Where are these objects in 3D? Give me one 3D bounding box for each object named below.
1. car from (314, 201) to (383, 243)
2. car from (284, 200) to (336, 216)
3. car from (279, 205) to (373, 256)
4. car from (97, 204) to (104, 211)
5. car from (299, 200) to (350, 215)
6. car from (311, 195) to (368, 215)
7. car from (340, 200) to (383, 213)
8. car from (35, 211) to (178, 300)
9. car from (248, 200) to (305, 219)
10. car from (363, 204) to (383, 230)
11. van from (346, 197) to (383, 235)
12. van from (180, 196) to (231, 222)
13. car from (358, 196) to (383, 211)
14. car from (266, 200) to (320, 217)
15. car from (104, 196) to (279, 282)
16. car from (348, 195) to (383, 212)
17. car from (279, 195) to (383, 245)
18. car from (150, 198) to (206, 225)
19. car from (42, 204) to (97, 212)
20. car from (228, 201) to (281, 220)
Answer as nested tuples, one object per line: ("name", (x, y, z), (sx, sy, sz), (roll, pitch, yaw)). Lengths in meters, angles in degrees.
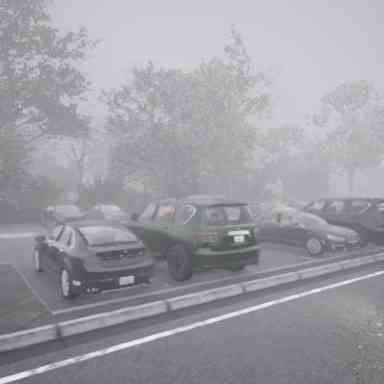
("car", (8.745, 1.405, 16.633), (2.185, 1.767, 4.553), (1, 0, -36))
("car", (12.429, 1.662, 35.346), (2.163, 1.488, 4.792), (1, 0, -36))
("car", (4.159, 1.498, 13.407), (2.231, 1.521, 4.892), (0, 0, -36))
("car", (-5.718, 1.527, 22.424), (2.002, 1.452, 4.674), (0, 0, -35))
("car", (14.660, 1.683, 37.013), (2.163, 1.488, 4.792), (1, 0, -36))
("car", (16.958, 1.424, 38.587), (2.435, 2.045, 5.566), (1, 0, -36))
("car", (21.372, 1.763, 41.776), (2.002, 1.452, 4.674), (1, 0, -36))
("car", (-2.679, 1.473, 8.520), (2.231, 1.521, 4.892), (0, 0, -35))
("car", (7.988, 1.589, 31.978), (1.946, 1.575, 5.366), (1, 0, -36))
("car", (13.293, 1.572, 19.913), (2.231, 1.521, 4.892), (1, 0, -36))
("van", (11.077, 1.325, 18.194), (1.878, 1.987, 4.442), (1, 0, -36))
("van", (1.014, 1.305, 27.366), (1.878, 1.987, 4.442), (0, 0, -36))
("car", (25.919, 1.529, 44.996), (2.435, 2.045, 5.566), (1, 0, -36))
("car", (10.150, 1.612, 33.745), (2.097, 1.535, 5.008), (1, 0, -36))
("car", (-0.417, 1.226, 10.173), (2.435, 2.045, 5.566), (0, 0, -35))
("car", (23.755, 1.501, 43.447), (2.435, 2.045, 5.566), (1, 0, -36))
("car", (6.431, 1.262, 15.055), (2.435, 2.045, 5.566), (0, 0, -36))
("car", (-1.164, 1.389, 25.631), (2.185, 1.767, 4.553), (0, 0, -36))
("car", (-7.989, 1.477, 20.809), (2.097, 1.535, 5.008), (0, 0, -35))
("car", (5.615, 1.612, 30.507), (2.002, 1.452, 4.674), (1, 0, -36))
